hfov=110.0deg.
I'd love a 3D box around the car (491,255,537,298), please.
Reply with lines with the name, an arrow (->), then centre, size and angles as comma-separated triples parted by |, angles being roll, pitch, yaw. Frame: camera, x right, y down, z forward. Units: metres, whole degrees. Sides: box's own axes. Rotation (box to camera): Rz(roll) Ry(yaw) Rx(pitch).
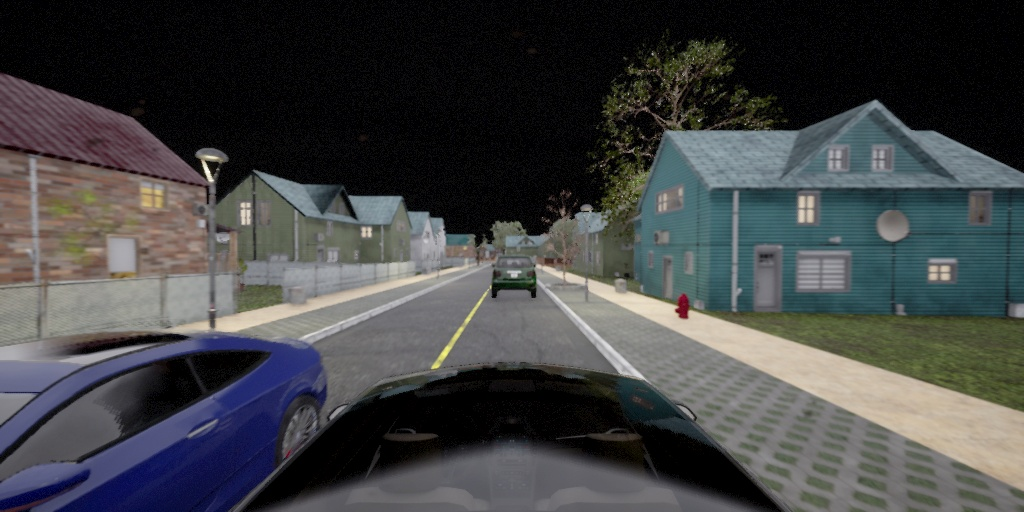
car -> 0.100, 0.955, 18.587 | 2.150, 2.045, 5.566 | 0, 0, 0

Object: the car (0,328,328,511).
car -> -2.841, 1.276, 2.020 | 1.812, 1.442, 4.674 | 0, 0, 0
